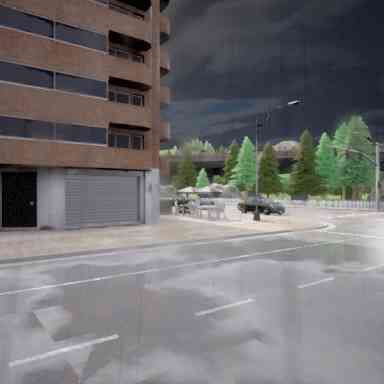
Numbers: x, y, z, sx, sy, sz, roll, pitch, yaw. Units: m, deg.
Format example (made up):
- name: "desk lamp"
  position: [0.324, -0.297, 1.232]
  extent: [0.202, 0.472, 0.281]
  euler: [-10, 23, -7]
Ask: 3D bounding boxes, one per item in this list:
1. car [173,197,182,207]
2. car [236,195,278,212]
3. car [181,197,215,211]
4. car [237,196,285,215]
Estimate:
- name: "car"
  position: [-0.836, 1.436, 48.529]
  extent: [2.128, 1.511, 4.902]
  euler: [0, 0, -44]
- name: "car"
  position: [7.364, 1.297, 38.182]
  extent: [2.097, 1.767, 4.553]
  euler: [0, 0, -37]
- name: "car"
  position: [1.345, 1.492, 40.635]
  extent: [2.033, 1.411, 5.357]
  euler: [0, 0, -36]
- name: "car"
  position: [6.950, 1.297, 32.823]
  extent: [2.097, 1.767, 4.553]
  euler: [0, 0, -36]
